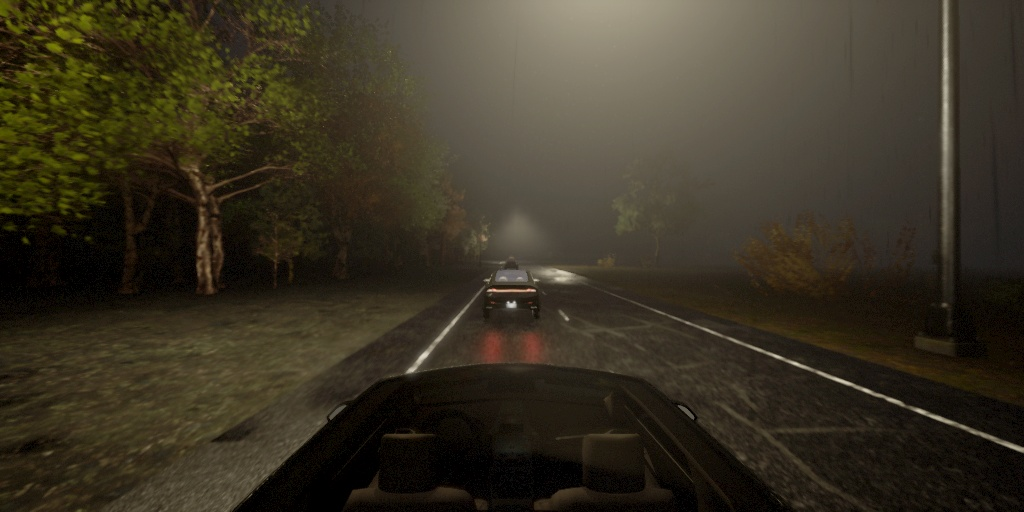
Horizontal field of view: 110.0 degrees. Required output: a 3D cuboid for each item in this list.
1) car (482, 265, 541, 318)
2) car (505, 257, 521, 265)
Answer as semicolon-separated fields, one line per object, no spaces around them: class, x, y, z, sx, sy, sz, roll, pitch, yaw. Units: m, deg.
car;-0.011;1.240;12.945;2.128;1.511;4.902;0;0;0
car;-0.054;1.289;53.233;1.994;1.385;4.181;0;0;0
